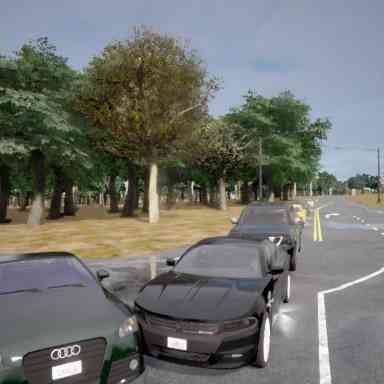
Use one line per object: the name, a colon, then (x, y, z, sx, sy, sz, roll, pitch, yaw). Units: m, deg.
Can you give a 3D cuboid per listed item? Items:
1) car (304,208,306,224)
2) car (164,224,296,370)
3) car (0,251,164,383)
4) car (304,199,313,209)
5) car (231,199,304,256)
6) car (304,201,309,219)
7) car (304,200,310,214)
car: (5.059, 1.775, 18.338, 1.895, 1.301, 4.718, -1, 0, 21)
car: (0.727, 1.613, 6.288, 1.882, 1.535, 5.008, -1, -2, 21)
car: (-2.317, 1.643, 4.986, 1.994, 1.385, 4.181, 1, -2, -33)
car: (11.272, 1.563, 34.979, 2.097, 1.767, 4.553, -1, 0, 21)
car: (2.840, 1.460, 12.431, 2.150, 2.045, 5.566, -2, 0, 20)
car: (7.200, 1.664, 24.095, 1.882, 1.535, 5.008, -1, 0, 20)
car: (9.252, 1.725, 29.602, 1.812, 1.442, 4.674, -1, 0, 20)
